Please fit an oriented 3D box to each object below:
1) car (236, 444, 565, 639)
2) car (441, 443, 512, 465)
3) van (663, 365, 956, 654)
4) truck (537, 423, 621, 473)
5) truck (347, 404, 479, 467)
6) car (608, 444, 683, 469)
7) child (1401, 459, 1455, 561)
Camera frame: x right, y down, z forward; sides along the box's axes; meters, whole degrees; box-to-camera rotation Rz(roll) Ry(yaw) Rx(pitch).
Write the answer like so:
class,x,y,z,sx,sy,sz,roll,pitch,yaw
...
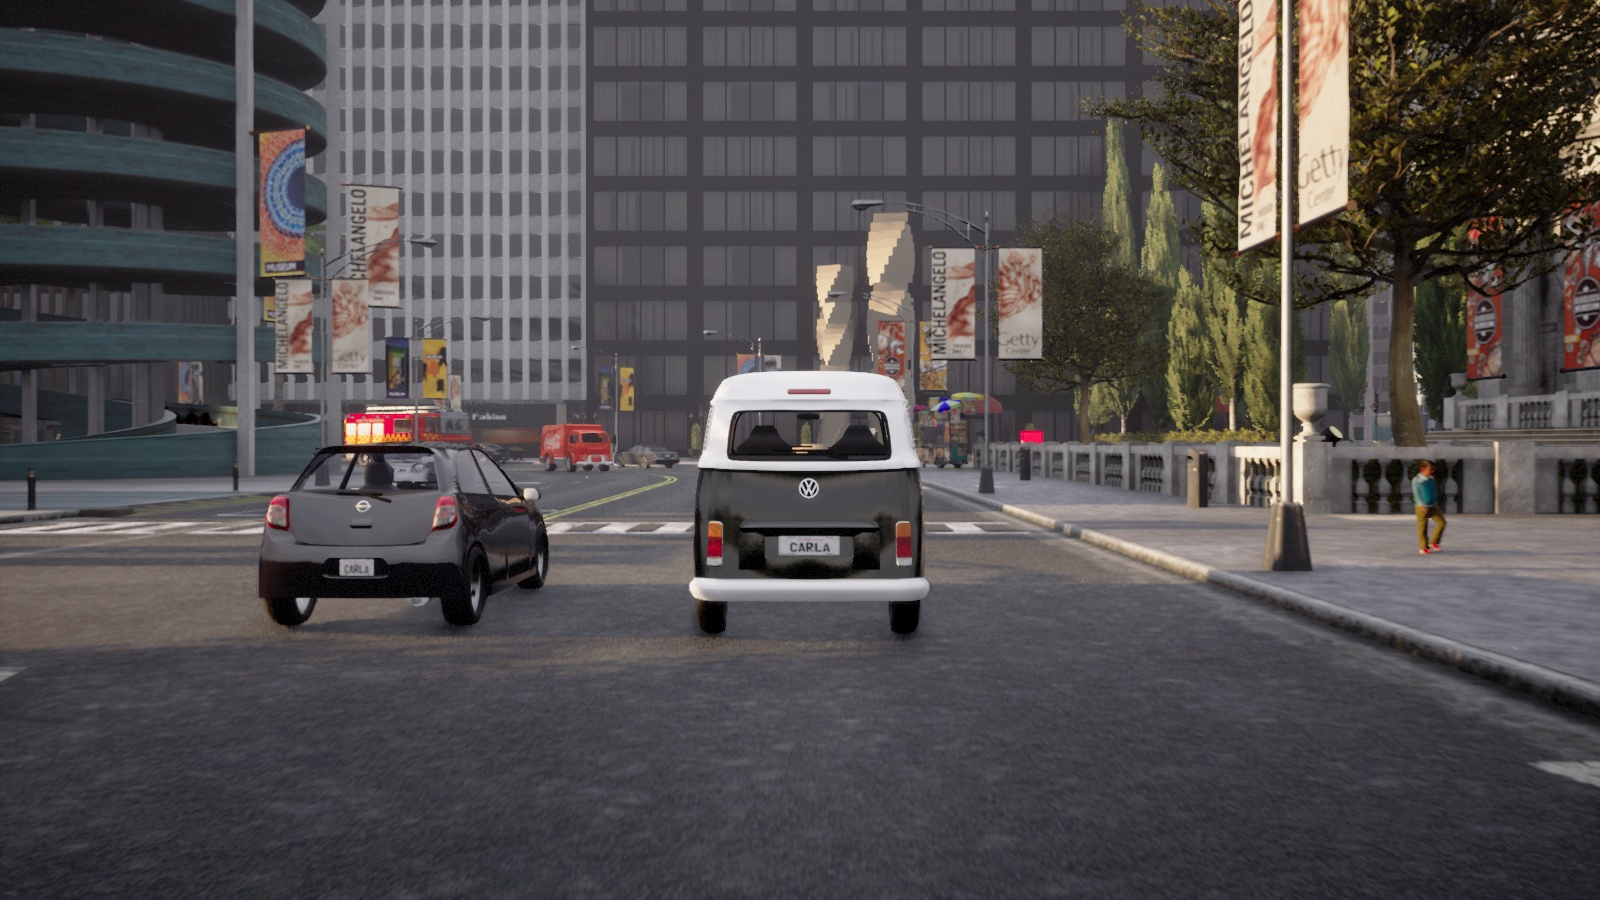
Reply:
class,x,y,z,sx,sy,sz,roll,pitch,yaw
car,-3.420,0.693,11.498,1.845,1.501,3.633,0,0,0
car,-22.129,0.249,85.907,4.892,1.490,1.837,0,0,32
van,0.078,0.407,11.090,2.069,2.038,4.480,0,0,0
truck,-11.591,-0.119,65.605,2.627,2.467,5.204,0,0,-31
truck,-24.436,-0.884,79.150,8.468,3.827,2.891,0,0,28
car,-9.228,0.365,74.711,2.033,1.411,5.357,0,0,-37
child,7.496,0.705,14.994,0.343,1.192,0.448,0,0,-24
